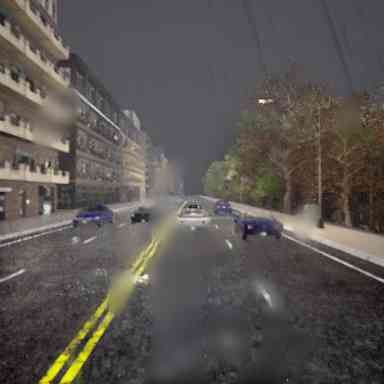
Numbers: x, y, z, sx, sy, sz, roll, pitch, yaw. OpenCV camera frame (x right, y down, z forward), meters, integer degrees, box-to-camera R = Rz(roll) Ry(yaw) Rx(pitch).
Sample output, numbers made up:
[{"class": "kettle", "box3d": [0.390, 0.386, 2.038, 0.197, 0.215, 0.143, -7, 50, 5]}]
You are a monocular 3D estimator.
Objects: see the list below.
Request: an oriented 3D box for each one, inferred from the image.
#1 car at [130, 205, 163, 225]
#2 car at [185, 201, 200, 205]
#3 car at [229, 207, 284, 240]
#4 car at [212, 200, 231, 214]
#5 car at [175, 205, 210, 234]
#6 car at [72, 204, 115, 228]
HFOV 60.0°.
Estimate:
[{"class": "car", "box3d": [-3.298, 1.661, 24.763, 1.895, 1.301, 4.718, 0, 0, 0]}, {"class": "car", "box3d": [0.104, 1.699, 39.581, 1.895, 1.301, 4.718, 0, 0, 0]}, {"class": "car", "box3d": [3.291, 1.644, 17.422, 1.895, 1.301, 4.718, 0, 0, 1]}, {"class": "car", "box3d": [3.350, 1.640, 37.262, 2.033, 1.411, 5.357, 0, 0, 0]}, {"class": "car", "box3d": [0.060, 1.649, 19.721, 1.895, 1.301, 4.718, 0, 0, 0]}, {"class": "car", "box3d": [-6.564, 1.581, 22.661, 1.812, 1.442, 4.674, 0, 0, 0]}]
